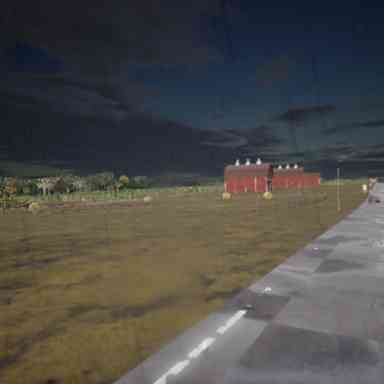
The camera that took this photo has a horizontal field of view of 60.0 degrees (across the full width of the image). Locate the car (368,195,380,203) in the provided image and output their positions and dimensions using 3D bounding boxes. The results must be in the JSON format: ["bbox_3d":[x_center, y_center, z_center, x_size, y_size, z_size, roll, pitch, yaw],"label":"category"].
[{"bbox_3d":[33.594,1.317,61.423,2.033,1.411,5.357,-1,0,29],"label":"car"}]
